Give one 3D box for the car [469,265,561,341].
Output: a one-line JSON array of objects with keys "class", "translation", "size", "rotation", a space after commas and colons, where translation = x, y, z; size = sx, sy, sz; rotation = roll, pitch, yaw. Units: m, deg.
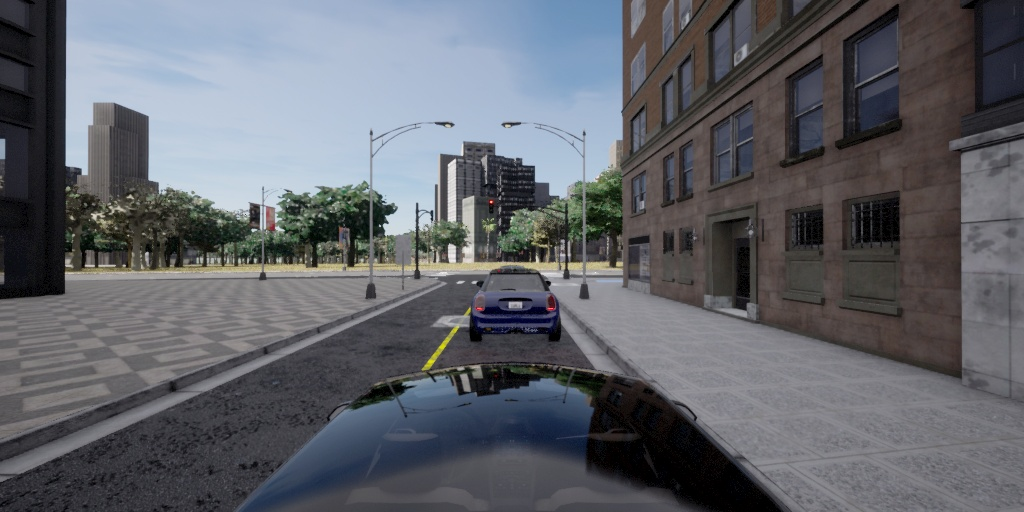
[{"class": "car", "translation": [0.057, 1.103, 10.018], "size": [2.097, 1.767, 4.553], "rotation": [0, 0, -1]}]
